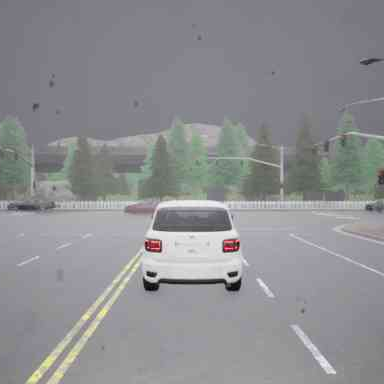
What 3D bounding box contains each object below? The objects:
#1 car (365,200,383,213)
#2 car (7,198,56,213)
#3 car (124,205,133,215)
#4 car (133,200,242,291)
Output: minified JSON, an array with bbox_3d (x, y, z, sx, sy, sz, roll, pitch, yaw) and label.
[{"bbox_3d":[21.209,1.508,36.156,4.181,1.385,1.994,0,0,0],"label":"car"},{"bbox_3d":[-17.309,1.436,35.984,4.902,1.511,2.128,0,0,0],"label":"car"},{"bbox_3d":[-4.534,1.524,32.548,4.181,1.385,1.994,0,0,0],"label":"car"},{"bbox_3d":[0.008,1.221,9.127,2.150,2.045,5.566,0,0,0],"label":"car"}]
